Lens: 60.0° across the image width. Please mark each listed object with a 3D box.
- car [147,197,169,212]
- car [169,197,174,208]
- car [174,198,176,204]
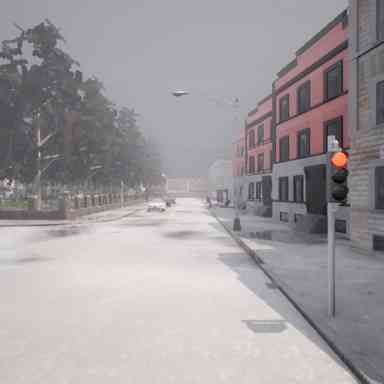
[{"bbox_3d":[-4.051,1.526,38.957,1.812,1.442,4.674,0,0,0],"label":"car"},{"bbox_3d":[-4.051,1.601,49.051,1.895,1.301,4.718,0,0,0],"label":"car"},{"bbox_3d":[-3.994,1.547,61.964,2.033,1.411,5.357,0,0,1],"label":"car"}]
